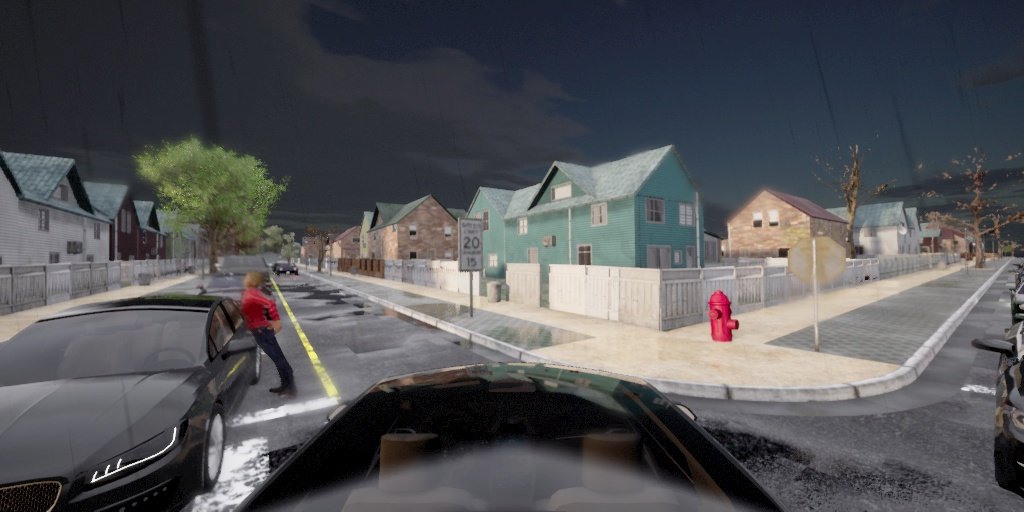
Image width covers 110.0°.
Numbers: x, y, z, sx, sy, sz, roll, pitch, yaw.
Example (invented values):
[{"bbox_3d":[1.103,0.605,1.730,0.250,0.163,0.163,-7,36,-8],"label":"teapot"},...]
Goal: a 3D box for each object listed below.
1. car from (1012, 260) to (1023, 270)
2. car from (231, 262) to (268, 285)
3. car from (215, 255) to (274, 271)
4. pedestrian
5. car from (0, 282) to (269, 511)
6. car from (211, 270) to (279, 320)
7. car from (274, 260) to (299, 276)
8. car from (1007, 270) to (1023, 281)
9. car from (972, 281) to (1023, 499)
[{"bbox_3d":[21.726,0.915,14.360,4.892,1.490,1.837,-1,-1,-35],"label":"car"},{"bbox_3d":[-20.071,1.266,27.509,2.128,1.511,4.902,0,0,-35],"label":"car"},{"bbox_3d":[-14.278,0.987,19.251,2.150,2.045,5.566,0,0,-35],"label":"car"},{"bbox_3d":[-3.383,1.092,4.873,0.375,1.860,0.375,-14,8,-11],"label":"pedestrian"},{"bbox_3d":[-4.062,1.259,3.940,1.837,1.490,4.892,0,0,-29],"label":"car"},{"bbox_3d":[-8.973,1.322,11.695,1.994,1.385,4.181,0,0,-36],"label":"car"},{"bbox_3d":[-24.096,1.387,38.335,1.895,1.301,4.718,0,0,-35],"label":"car"},{"bbox_3d":[13.481,1.156,8.553,4.718,1.301,1.895,-1,-1,-35],"label":"car"},{"bbox_3d":[5.893,1.185,3.202,4.902,1.511,2.128,-1,0,-35],"label":"car"}]
